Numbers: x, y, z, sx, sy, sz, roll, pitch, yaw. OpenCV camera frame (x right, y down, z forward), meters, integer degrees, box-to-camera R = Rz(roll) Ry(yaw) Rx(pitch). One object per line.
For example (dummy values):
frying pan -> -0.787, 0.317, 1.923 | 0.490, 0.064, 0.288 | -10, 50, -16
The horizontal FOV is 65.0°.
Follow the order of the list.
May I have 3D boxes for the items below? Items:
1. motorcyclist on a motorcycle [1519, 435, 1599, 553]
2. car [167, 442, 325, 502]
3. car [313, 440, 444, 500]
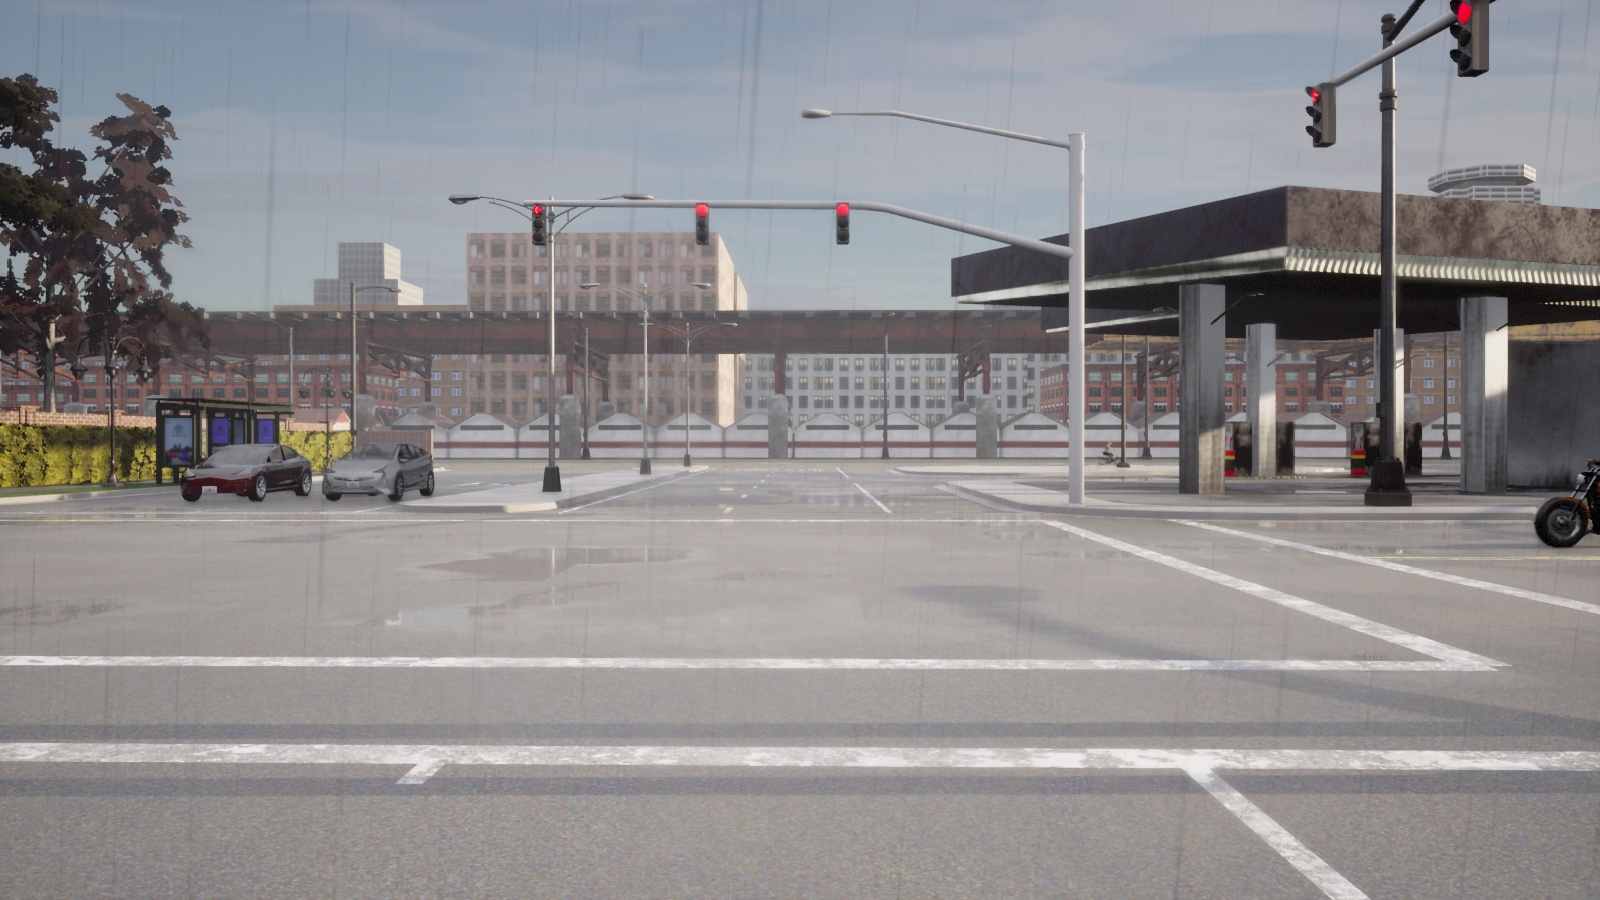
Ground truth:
motorcyclist on a motorcycle -> 11.604, 0.606, 17.833 | 2.350, 1.649, 0.766 | 0, 0, -1
car -> -14.822, 0.543, 33.925 | 2.163, 1.488, 4.792 | 0, 0, 0
car -> -11.300, 0.492, 34.023 | 2.007, 1.525, 4.514 | 0, 0, 0
